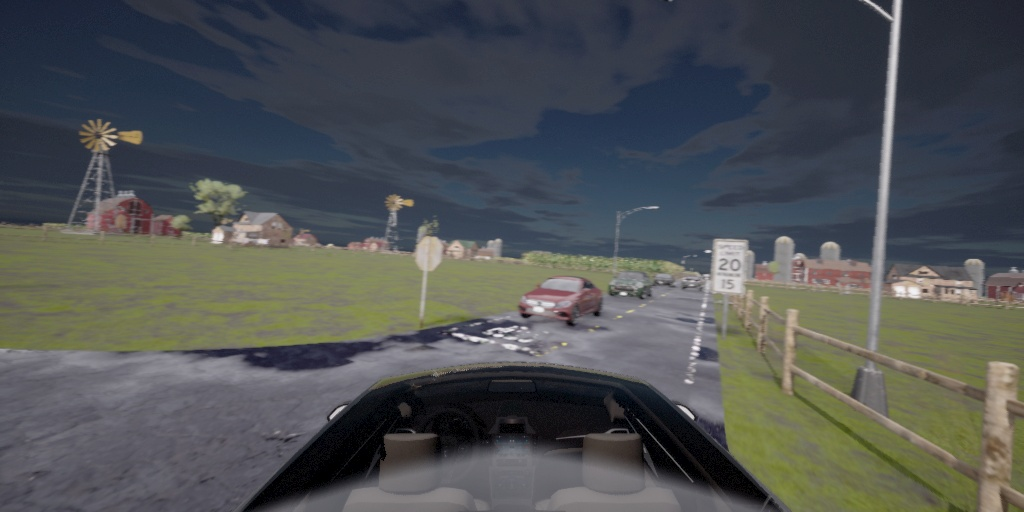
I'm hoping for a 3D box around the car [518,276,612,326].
[{"bbox_3d":[1.944,1.448,12.831,1.812,1.442,4.674,4,0,29],"label":"car"}]

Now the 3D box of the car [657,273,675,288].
[{"bbox_3d":[16.760,2.634,39.461,1.882,1.535,5.008,4,0,30],"label":"car"}]

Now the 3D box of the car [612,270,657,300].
[{"bbox_3d":[7.804,1.754,23.381,2.097,1.767,4.553,4,0,29],"label":"car"}]

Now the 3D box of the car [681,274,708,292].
[{"bbox_3d":[18.820,2.796,37.341,2.128,1.511,4.902,4,0,30],"label":"car"}]

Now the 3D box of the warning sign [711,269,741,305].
[{"bbox_3d":[12.725,1.888,21.450,1.300,1.860,1.060,0,0,29],"label":"warning sign"}]
